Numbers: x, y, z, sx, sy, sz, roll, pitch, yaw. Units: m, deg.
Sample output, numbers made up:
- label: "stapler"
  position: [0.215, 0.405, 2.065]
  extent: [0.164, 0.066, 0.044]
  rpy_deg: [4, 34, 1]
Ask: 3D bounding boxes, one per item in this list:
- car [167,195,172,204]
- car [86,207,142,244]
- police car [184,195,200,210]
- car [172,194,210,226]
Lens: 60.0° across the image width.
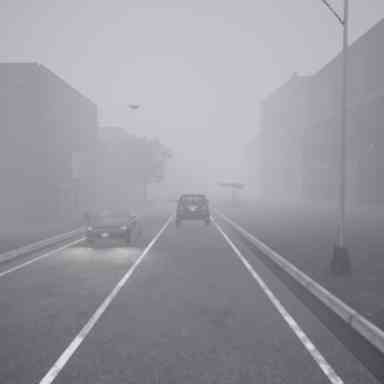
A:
- label: "car"
  position: [-3.254, 1.233, 57.081]
  extent: [1.812, 1.442, 4.674]
  rpy_deg: [0, 1, 1]
- label: "car"
  position: [-3.467, 1.449, 15.590]
  extent: [1.812, 1.442, 4.674]
  rpy_deg: [0, 0, 0]
- label: "police car"
  position: [0.000, 1.264, 41.889]
  extent: [1.930, 1.638, 5.238]
  rpy_deg: [0, 1, 0]
- label: "car"
  position: [0.053, 1.121, 22.640]
  extent: [2.150, 2.045, 5.566]
  rpy_deg: [0, 0, 0]
